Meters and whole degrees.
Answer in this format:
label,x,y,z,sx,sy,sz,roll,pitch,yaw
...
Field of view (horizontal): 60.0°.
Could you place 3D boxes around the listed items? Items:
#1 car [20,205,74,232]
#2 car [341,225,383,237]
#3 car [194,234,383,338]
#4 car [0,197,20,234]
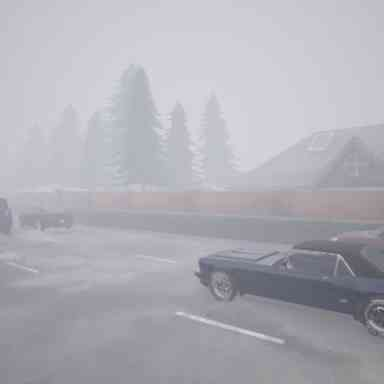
label,x,y,z,sx,sy,sz,roll,pitch,yaw
car,-9.374,1.573,21.153,5.008,1.535,1.882,0,0,43
car,5.718,1.391,8.603,4.553,1.767,2.097,0,0,35
car,2.378,1.631,6.673,4.718,1.301,1.895,0,0,36
car,-12.068,1.307,18.861,5.566,2.045,2.150,0,0,44
